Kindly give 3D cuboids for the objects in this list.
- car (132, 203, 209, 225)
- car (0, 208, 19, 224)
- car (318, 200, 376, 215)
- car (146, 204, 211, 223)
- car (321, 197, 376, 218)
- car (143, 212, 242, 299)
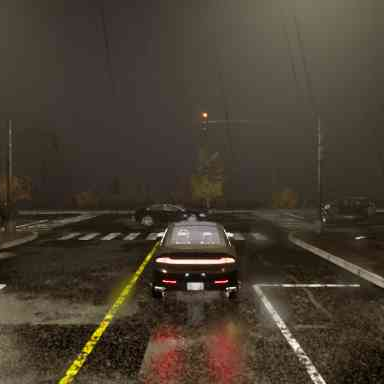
[{"bbox_3d":[-1.457,1.484,22.034,4.902,1.511,2.128,0,0,1],"label":"car"},{"bbox_3d":[-15.908,1.588,25.408,5.008,1.535,1.882,-1,1,1],"label":"car"},{"bbox_3d":[14.752,1.429,31.820,4.718,1.301,1.895,0,1,-2],"label":"car"},{"bbox_3d":[-0.978,1.579,25.284,4.718,1.301,1.895,0,0,1],"label":"car"},{"bbox_3d":[13.147,1.232,28.539,4.553,1.767,2.097,0,1,-1],"label":"car"},{"bbox_3d":[0.084,1.489,8.436,2.128,1.511,4.902,0,0,1],"label":"car"}]
